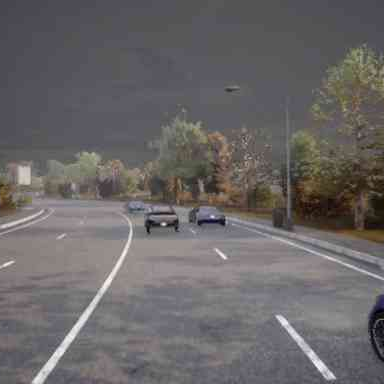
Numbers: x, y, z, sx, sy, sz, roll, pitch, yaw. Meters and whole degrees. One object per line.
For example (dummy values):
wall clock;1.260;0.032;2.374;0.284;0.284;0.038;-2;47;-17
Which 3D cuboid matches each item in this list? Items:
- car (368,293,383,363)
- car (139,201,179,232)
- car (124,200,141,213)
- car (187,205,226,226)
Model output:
car;3.419;1.516;2.742;1.812;1.442;4.674;0;0;-1
car;-1.939;1.510;20.127;2.128;1.511;4.902;0;0;-10
car;-6.514;1.588;37.793;2.033;1.411;5.357;0;0;-19
car;0.950;1.578;23.600;1.994;1.385;4.181;0;0;-11
